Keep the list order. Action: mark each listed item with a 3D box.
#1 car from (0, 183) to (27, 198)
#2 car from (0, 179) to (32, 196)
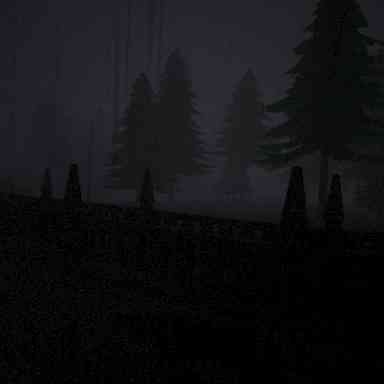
[{"bbox_3d":[-20.908,-0.217,36.183,2.128,1.511,4.902,4,2,37],"label":"car"},{"bbox_3d":[-18.814,-0.290,32.863,2.150,2.045,5.566,4,2,38],"label":"car"}]
